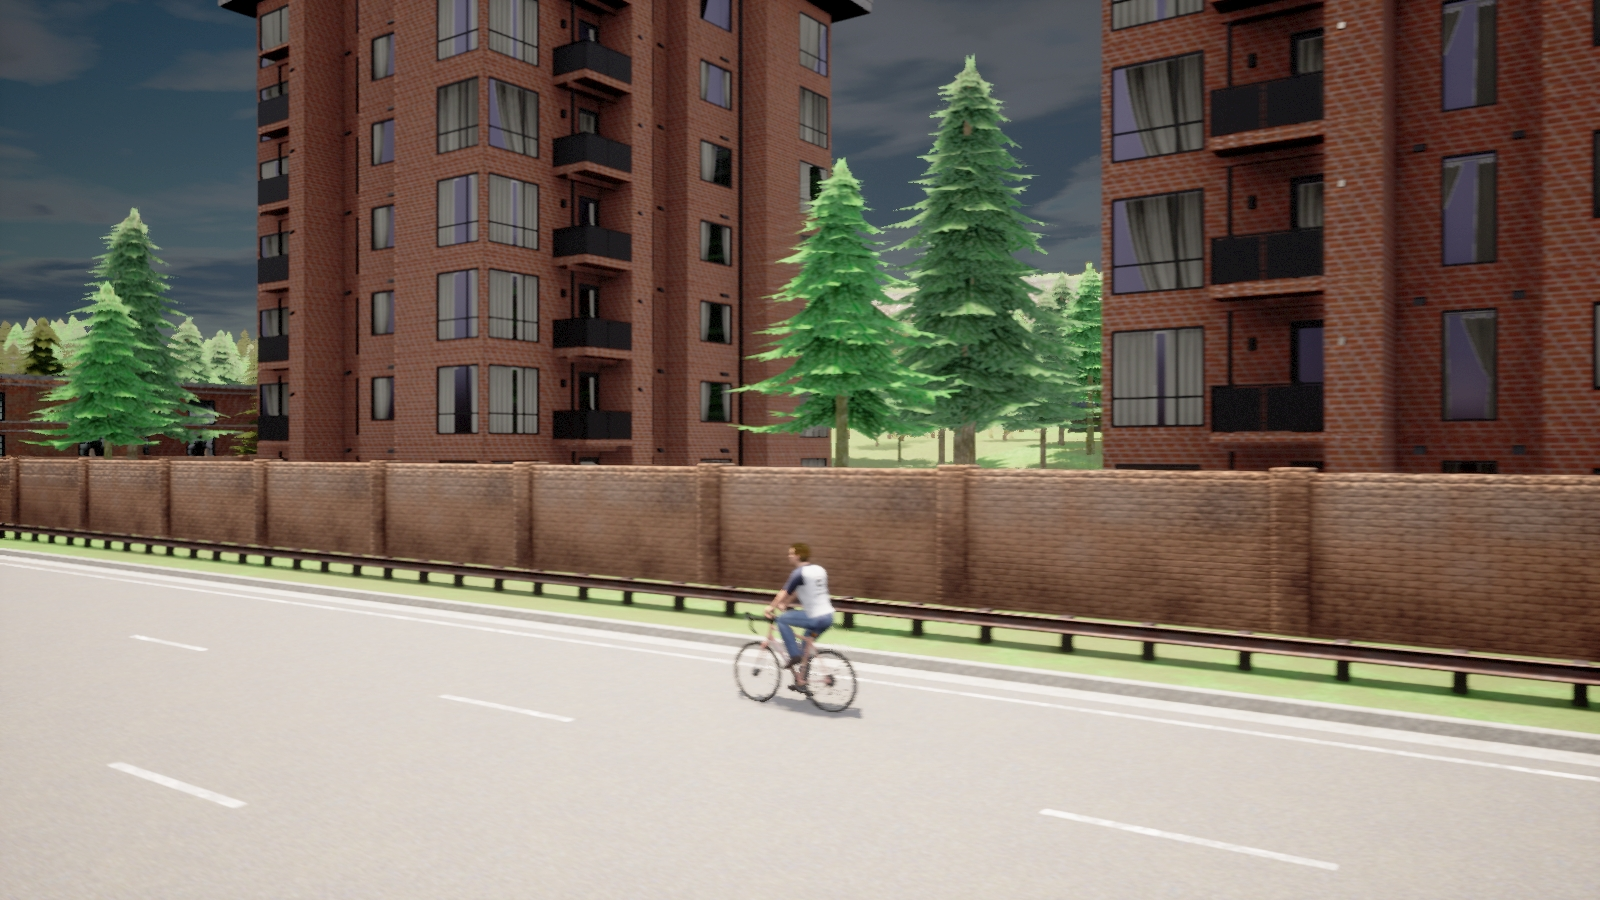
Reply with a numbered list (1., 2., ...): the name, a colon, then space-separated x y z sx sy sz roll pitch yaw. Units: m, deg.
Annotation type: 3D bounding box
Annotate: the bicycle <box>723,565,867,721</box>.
1. bicycle: -0.074 2.059 12.450 1.643 1.496 0.373 0 0 35
